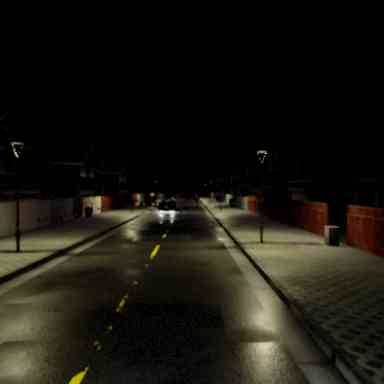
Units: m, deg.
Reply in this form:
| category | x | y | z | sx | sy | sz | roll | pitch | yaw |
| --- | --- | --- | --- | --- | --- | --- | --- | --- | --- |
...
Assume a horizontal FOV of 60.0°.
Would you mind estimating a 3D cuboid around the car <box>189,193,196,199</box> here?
| category | x | y | z | sx | sy | sz | roll | pitch | yaw |
| --- | --- | --- | --- | --- | --- | --- | --- | --- | --- |
| car | 0.016 | 1.020 | 90.865 | 1.837 | 1.490 | 4.892 | 0 | 0 | 0 |

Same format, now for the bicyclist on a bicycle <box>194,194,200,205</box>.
| category | x | y | z | sx | sy | sz | roll | pitch | yaw |
| --- | --- | --- | --- | --- | --- | --- | --- | --- | --- |
| bicyclist on a bicycle | 0.762 | 1.272 | 48.901 | 0.866 | 1.612 | 1.509 | 0 | -1 | 0 |

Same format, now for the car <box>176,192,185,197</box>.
| category | x | y | z | sx | sy | sz | roll | pitch | yaw |
| --- | --- | --- | --- | --- | --- | --- | --- | --- | --- |
| car | -2.736 | 0.679 | 79.331 | 2.097 | 1.767 | 4.553 | 0 | 0 | 0 |

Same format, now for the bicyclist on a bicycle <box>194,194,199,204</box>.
| category | x | y | z | sx | sy | sz | roll | pitch | yaw |
| --- | --- | --- | --- | --- | --- | --- | --- | --- | --- |
| bicyclist on a bicycle | 0.769 | 1.232 | 58.090 | 0.866 | 1.612 | 1.509 | 0 | 0 | 0 |

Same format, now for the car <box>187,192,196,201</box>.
| category | x | y | z | sx | sy | sz | roll | pitch | yaw |
| --- | --- | --- | --- | --- | --- | --- | --- | --- | --- |
| car | 0.014 | 0.916 | 76.388 | 2.150 | 2.045 | 5.566 | 0 | 0 | 0 |

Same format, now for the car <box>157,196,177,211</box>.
| category | x | y | z | sx | sy | sz | roll | pitch | yaw |
| --- | --- | --- | --- | --- | --- | --- | --- | --- | --- |
| car | -2.836 | 1.440 | 38.572 | 1.994 | 1.385 | 4.181 | 0 | 0 | 0 |
